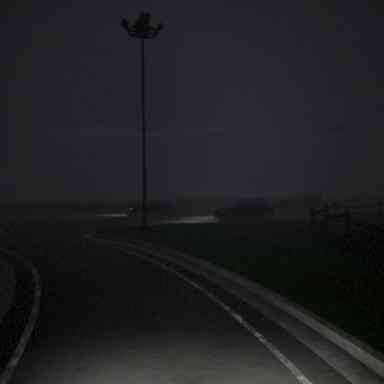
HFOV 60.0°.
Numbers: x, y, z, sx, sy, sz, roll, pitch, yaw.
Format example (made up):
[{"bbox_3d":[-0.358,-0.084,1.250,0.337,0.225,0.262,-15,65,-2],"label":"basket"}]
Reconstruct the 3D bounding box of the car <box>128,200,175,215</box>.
[{"bbox_3d":[-4.284,1.593,35.311,4.892,1.490,1.837,-1,0,-17],"label":"car"}]

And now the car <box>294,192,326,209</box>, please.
[{"bbox_3d":[13.579,1.085,40.621,5.566,2.045,2.150,-1,0,-16],"label":"car"}]

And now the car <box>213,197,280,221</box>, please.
[{"bbox_3d":[4.172,1.449,26.871,5.008,1.535,1.882,-1,0,-17],"label":"car"}]

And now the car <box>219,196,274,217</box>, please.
[{"bbox_3d":[5.011,1.316,30.773,4.553,1.767,2.097,-1,0,-17],"label":"car"}]

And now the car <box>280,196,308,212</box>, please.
[{"bbox_3d":[9.269,1.462,35.691,5.357,1.411,2.033,-1,0,-17],"label":"car"}]
